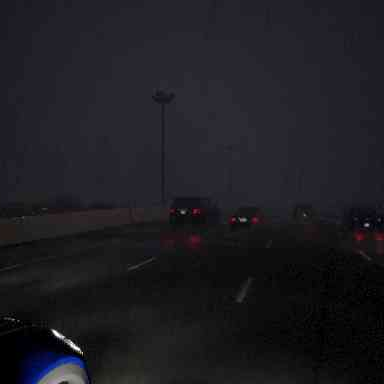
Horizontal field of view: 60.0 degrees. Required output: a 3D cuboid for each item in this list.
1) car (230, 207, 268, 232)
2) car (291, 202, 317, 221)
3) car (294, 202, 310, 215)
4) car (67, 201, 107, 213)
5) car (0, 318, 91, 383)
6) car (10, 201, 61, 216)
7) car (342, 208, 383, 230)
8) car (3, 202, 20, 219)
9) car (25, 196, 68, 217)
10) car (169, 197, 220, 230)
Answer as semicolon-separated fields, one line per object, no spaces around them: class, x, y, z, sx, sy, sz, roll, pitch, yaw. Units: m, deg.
car;3.718;1.666;21.285;2.033;1.411;5.357;0;-1;17
car;10.105;1.770;30.039;1.837;1.490;4.892;0;-2;17
car;13.503;1.991;40.963;1.812;1.442;4.674;0;-1;18
car;-8.531;1.669;29.712;2.128;1.511;4.902;0;-1;17
car;-2.446;1.351;1.444;2.097;1.767;4.553;0;0;17
car;-17.239;1.793;37.071;2.033;1.411;5.357;0;-1;17
car;11.467;1.766;22.629;1.895;1.301;4.718;0;-1;17
car;-15.937;1.620;29.468;1.882;1.535;5.008;0;-1;17
car;-12.169;1.384;29.801;2.150;2.045;5.566;0;-1;17
car;0.310;1.335;22.075;2.150;2.045;5.566;0;-1;18
